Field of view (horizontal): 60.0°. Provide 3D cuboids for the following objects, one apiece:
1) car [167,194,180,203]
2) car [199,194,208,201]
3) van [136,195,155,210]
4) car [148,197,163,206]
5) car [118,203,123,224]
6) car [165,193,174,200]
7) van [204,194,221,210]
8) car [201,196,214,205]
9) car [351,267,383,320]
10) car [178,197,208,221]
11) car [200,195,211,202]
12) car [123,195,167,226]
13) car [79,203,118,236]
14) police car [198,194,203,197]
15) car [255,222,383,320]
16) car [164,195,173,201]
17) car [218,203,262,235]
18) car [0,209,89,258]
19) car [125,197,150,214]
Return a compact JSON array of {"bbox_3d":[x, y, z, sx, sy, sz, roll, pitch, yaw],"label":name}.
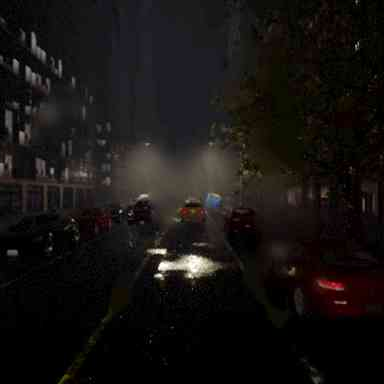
[{"bbox_3d":[-3.019,1.398,63.414,2.033,1.411,5.357,0,0,1],"label":"car"},{"bbox_3d":[2.700,1.226,79.945,1.967,1.590,4.097,1,0,0],"label":"car"},{"bbox_3d":[-5.680,1.253,41.095,1.690,1.788,3.998,1,0,0],"label":"van"},{"bbox_3d":[-5.682,1.446,52.446,1.947,1.339,4.313,1,0,0],"label":"car"},{"bbox_3d":[-5.682,1.507,24.071,2.008,1.369,4.403,1,0,0],"label":"car"},{"bbox_3d":[-5.680,1.204,85.549,1.967,1.590,4.097,1,0,0],"label":"car"},{"bbox_3d":[2.701,1.253,41.069,1.690,1.788,3.998,1,0,0],"label":"van"},{"bbox_3d":[2.698,1.429,58.091,1.947,1.339,4.313,1,0,0],"label":"car"},{"bbox_3d":[2.698,1.543,1.348,1.887,1.381,4.507,1,0,0],"label":"car"},{"bbox_3d":[0.099,1.406,26.490,1.801,1.575,5.366,0,0,0],"label":"car"},{"bbox_3d":[2.698,1.378,68.790,2.008,1.369,4.403,1,0,0],"label":"car"},{"bbox_3d":[-3.099,1.310,22.958,2.097,1.767,4.553,0,0,0],"label":"car"},{"bbox_3d":[-5.682,1.513,18.393,1.887,1.381,4.507,1,0,0],"label":"car"},{"bbox_3d":[0.080,1.414,43.859,2.038,1.542,4.974,0,1,0],"label":"police car"},{"bbox_3d":[2.698,1.571,7.021,1.802,1.307,4.206,1,0,0],"label":"car"},{"bbox_3d":[-5.682,1.368,79.977,1.802,1.307,4.206,1,0,0],"label":"car"},{"bbox_3d":[2.699,1.513,18.370,1.887,1.381,4.507,1,0,0],"label":"car"},{"bbox_3d":[-5.683,1.545,12.719,1.947,1.339,4.313,1,0,0],"label":"car"},{"bbox_3d":[-5.681,1.368,35.420,1.967,1.590,4.097,1,0,0],"label":"car"}]
